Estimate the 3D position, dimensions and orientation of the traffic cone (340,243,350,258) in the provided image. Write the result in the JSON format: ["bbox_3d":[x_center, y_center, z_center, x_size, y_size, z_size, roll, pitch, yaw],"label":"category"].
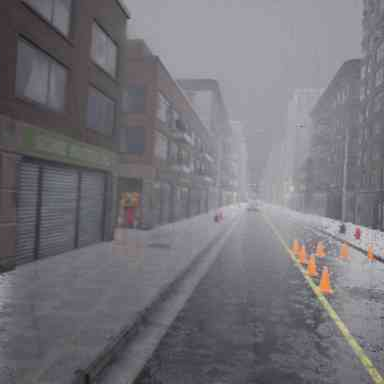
[{"bbox_3d":[6.495,2.466,14.123,0.340,0.580,0.340,3,-1,10],"label":"traffic cone"}]

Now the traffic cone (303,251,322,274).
[{"bbox_3d":[3.807,2.280,10.553,0.340,0.580,0.340,3,-1,10],"label":"traffic cone"}]

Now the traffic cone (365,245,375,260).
[{"bbox_3d":[7.477,2.517,13.941,0.340,0.580,0.340,3,-1,10],"label":"traffic cone"}]

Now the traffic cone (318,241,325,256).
[{"bbox_3d":[5.513,2.414,14.305,0.340,0.580,0.340,3,-1,10],"label":"traffic cone"}]

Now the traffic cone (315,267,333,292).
[{"bbox_3d":[3.445,2.239,8.587,0.340,0.580,0.340,3,-1,10],"label":"traffic cone"}]

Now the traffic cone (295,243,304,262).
[{"bbox_3d":[4.169,2.321,12.520,0.340,0.580,0.340,3,-1,10],"label":"traffic cone"}]

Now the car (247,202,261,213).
[{"bbox_3d":[10.190,2.506,54.585,2.097,1.767,4.553,3,-1,10],"label":"car"}]

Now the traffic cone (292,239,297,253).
[{"bbox_3d":[4.531,2.363,14.486,0.340,0.580,0.340,3,-1,10],"label":"traffic cone"}]
